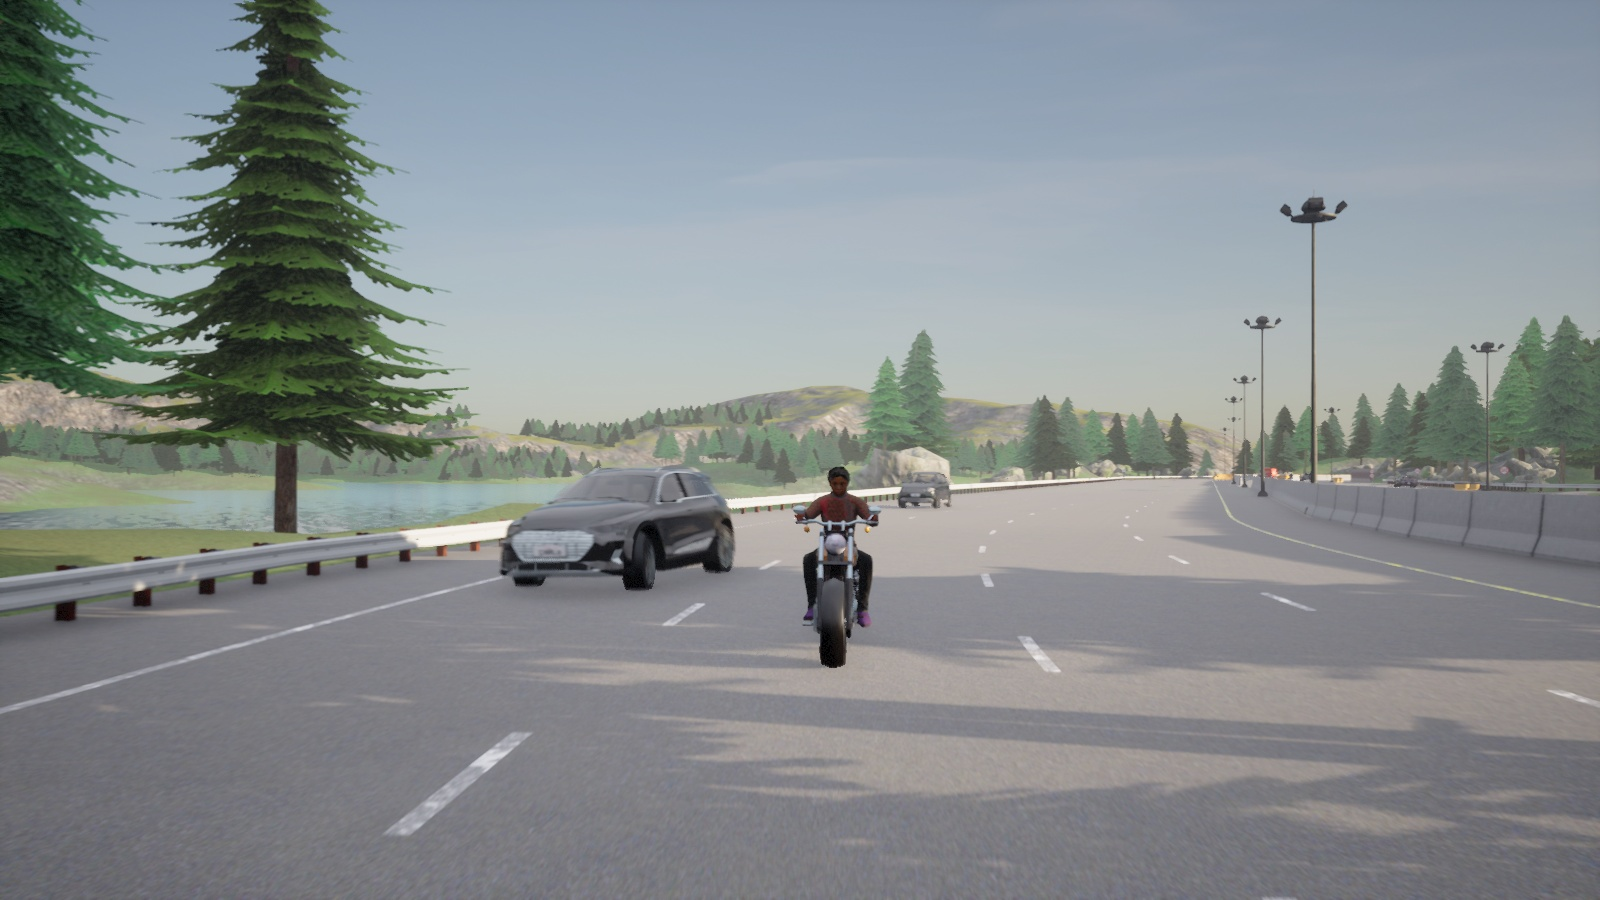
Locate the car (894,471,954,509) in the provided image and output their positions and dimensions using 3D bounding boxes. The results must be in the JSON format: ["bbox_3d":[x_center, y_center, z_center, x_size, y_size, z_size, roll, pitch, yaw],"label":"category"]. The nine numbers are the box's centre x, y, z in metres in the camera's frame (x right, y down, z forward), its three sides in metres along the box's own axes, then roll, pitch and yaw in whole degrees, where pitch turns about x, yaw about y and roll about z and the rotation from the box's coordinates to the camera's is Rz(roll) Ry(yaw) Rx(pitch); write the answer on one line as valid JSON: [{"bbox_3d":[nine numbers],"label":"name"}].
[{"bbox_3d":[5.336,1.669,53.569,1.789,1.549,3.705,-1,-1,18],"label":"car"}]

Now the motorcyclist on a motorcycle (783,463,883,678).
[{"bbox_3d":[0.331,0.945,10.854,0.766,1.649,2.350,0,-1,4],"label":"motorcyclist on a motorcycle"}]

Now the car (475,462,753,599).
[{"bbox_3d":[-2.431,1.054,17.904,2.033,1.649,4.856,-2,-2,16],"label":"car"}]
